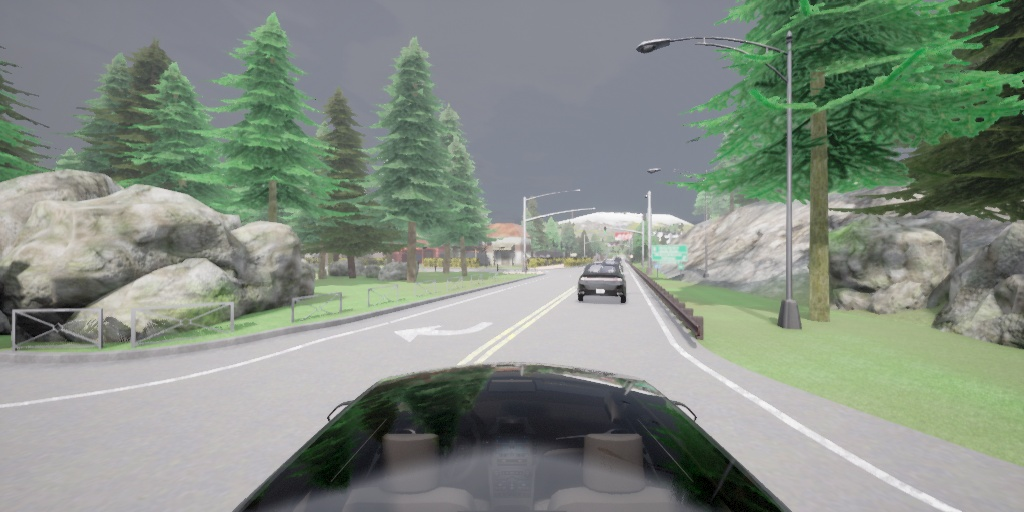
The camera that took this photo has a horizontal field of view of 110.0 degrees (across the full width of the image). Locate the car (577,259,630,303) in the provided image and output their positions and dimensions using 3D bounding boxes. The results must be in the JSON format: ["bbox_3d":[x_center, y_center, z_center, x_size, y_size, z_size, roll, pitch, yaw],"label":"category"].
[{"bbox_3d":[3.884,1.051,15.204,2.128,1.511,4.902,0,0,17],"label":"car"}]

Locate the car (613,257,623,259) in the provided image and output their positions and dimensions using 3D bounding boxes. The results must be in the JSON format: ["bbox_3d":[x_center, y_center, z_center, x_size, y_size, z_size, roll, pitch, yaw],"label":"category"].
[{"bbox_3d":[8.257,1.056,29.553,2.128,1.511,4.902,0,0,17],"label":"car"}]
